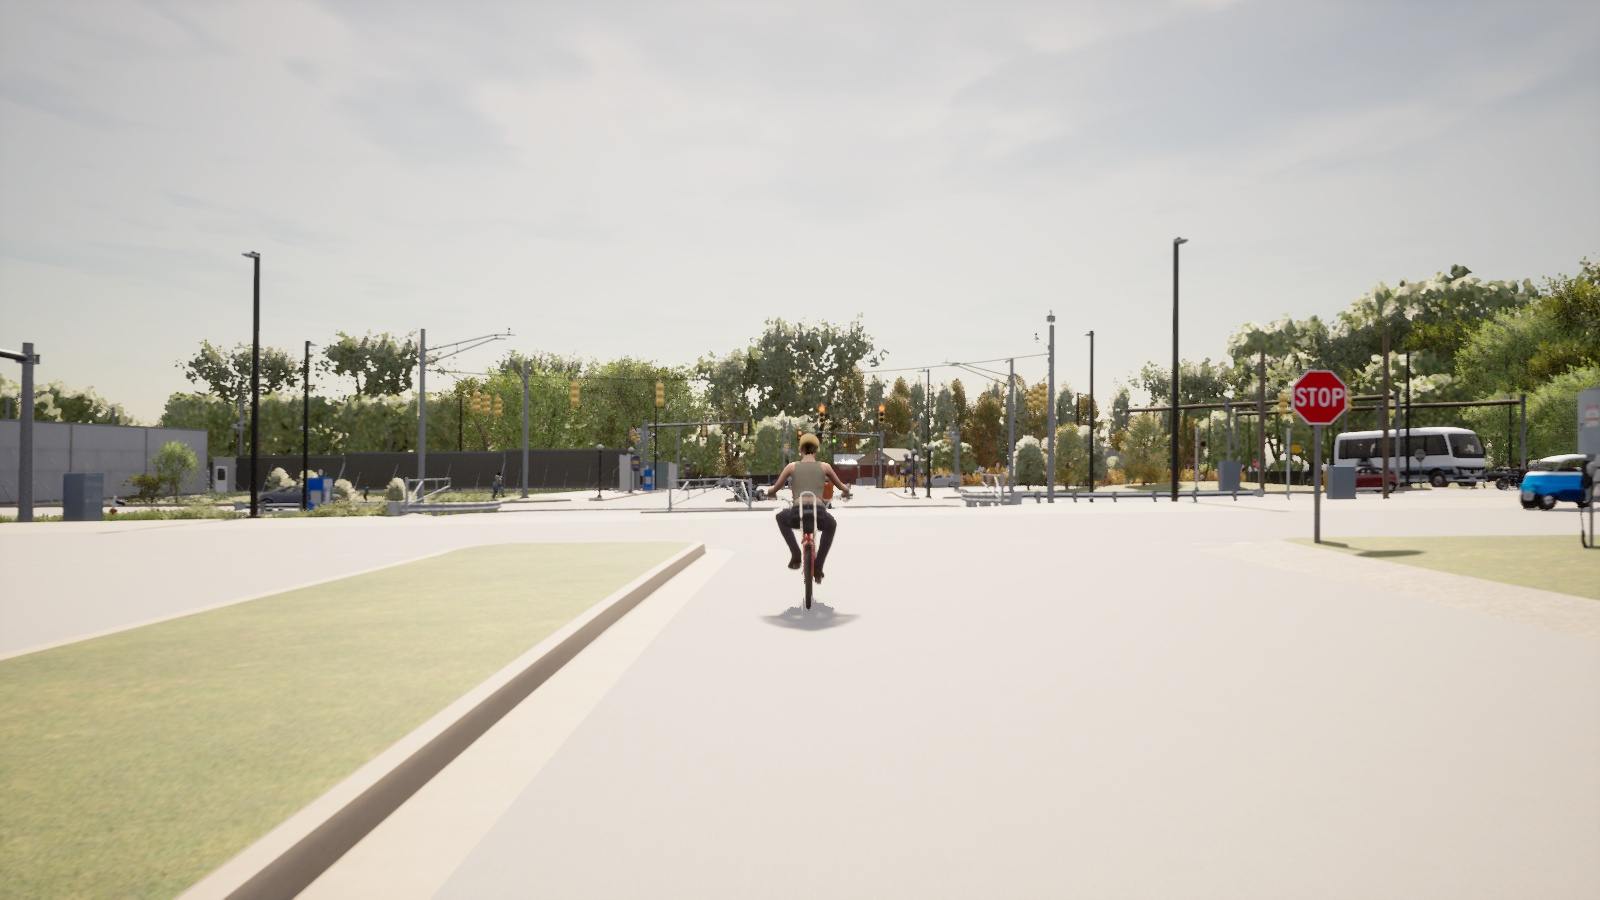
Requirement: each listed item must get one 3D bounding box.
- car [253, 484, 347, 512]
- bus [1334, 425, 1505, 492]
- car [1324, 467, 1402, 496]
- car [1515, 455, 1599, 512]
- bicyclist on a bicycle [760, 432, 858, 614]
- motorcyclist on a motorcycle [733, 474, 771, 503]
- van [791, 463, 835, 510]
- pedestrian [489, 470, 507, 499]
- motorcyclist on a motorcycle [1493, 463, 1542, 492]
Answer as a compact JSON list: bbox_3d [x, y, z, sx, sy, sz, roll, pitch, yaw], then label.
[{"bbox_3d":[-26.460,2.515,66.556,4.181,1.385,1.994,0,-1,1],"label":"car"},{"bbox_3d":[42.272,0.732,86.253,3.944,4.253,10.273,1,-3,-25],"label":"bus"},{"bbox_3d":[32.707,1.814,72.962,3.705,1.549,1.789,-1,-1,0],"label":"car"},{"bbox_3d":[19.381,0.820,31.312,2.207,1.376,1.481,-1,-1,1],"label":"car"},{"bbox_3d":[0.093,0.655,11.893,0.866,1.612,1.509,0,0,1],"label":"bicyclist on a bicycle"},{"bbox_3d":[-2.874,2.303,75.233,2.350,1.649,0.766,1,-3,-42],"label":"motorcyclist on a motorcycle"},{"bbox_3d":[0.528,1.586,56.012,1.775,1.987,4.442,-1,-1,-2],"label":"van"},{"bbox_3d":[-19.048,2.174,79.159,0.900,1.855,0.874,1,-1,2],"label":"pedestrian"},{"bbox_3d":[41.631,1.607,72.906,2.350,1.649,0.766,-1,-1,2],"label":"motorcyclist on a motorcycle"}]
